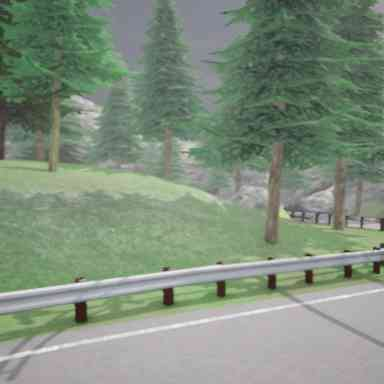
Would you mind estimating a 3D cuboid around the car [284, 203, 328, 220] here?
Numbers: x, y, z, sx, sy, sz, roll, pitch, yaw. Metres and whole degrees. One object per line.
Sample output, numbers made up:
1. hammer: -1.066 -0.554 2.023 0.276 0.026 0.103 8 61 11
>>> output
1. car: 9.931 1.717 29.650 1.994 1.385 4.181 1 0 -31
